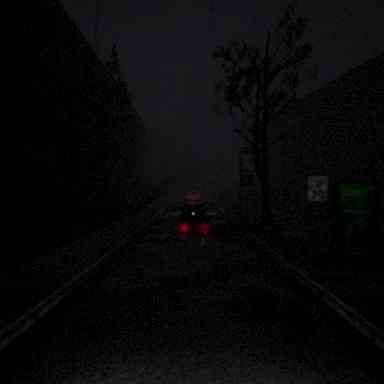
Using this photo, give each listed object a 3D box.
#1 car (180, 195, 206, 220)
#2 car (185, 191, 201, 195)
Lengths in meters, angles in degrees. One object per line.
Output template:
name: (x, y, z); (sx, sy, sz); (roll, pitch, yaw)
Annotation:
car: (0.087, 1.245, 25.459); (1.812, 1.442, 4.674); (0, 1, 0)
car: (0.102, 0.545, 42.416); (1.882, 1.535, 5.008); (0, 3, 0)
